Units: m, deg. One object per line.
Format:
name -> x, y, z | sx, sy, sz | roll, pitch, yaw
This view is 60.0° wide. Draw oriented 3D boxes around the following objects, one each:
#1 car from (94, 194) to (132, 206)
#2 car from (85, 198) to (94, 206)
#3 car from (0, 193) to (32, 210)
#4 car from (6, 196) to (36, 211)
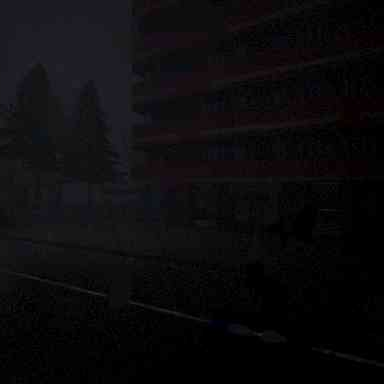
car -> -11.771, 1.165, 51.180 | 2.150, 2.045, 5.566 | 0, 0, 38
car -> -14.754, 1.470, 52.858 | 1.812, 1.442, 4.674 | 0, 0, 38
car -> -22.618, 1.166, 41.639 | 2.150, 2.045, 5.566 | 0, 0, 34
car -> -19.332, 1.545, 40.262 | 1.895, 1.301, 4.718 | 0, 0, 34
